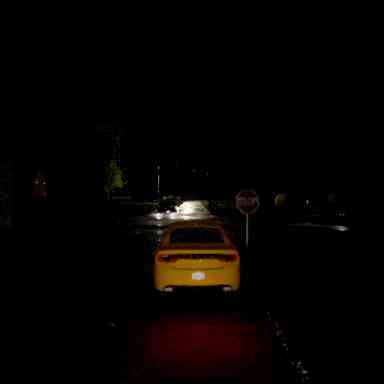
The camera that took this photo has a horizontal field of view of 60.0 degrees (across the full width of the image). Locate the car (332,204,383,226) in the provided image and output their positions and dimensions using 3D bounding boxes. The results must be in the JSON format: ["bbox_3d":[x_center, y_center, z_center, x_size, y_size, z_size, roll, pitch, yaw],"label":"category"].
[{"bbox_3d":[13.000,1.654,24.584,5.008,1.535,1.882,1,-1,0],"label":"car"}]

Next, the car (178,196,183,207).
[{"bbox_3d":[-2.768,1.563,50.193,1.812,1.442,4.674,0,0,0],"label":"car"}]

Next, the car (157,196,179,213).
[{"bbox_3d":[-2.813,1.556,38.100,1.812,1.442,4.674,0,0,1],"label":"car"}]

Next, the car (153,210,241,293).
[{"bbox_3d":[0.060,1.486,8.967,1.882,1.535,5.008,0,0,-1],"label":"car"}]

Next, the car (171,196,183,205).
[{"bbox_3d":[-2.726,1.522,62.026,1.882,1.535,5.008,0,1,0],"label":"car"}]
